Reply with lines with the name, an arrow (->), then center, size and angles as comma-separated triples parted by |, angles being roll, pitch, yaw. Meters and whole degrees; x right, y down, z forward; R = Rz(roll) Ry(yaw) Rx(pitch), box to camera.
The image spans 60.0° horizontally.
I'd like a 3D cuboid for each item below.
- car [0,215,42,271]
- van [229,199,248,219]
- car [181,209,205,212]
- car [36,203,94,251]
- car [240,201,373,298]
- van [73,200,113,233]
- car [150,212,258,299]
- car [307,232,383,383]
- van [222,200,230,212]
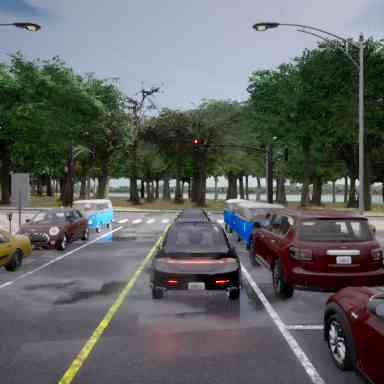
car -> -5.768, 1.526, 8.252 | 1.752, 1.417, 4.829 | 0, 0, 0
van -> 2.754, 1.342, 13.863 | 1.690, 1.788, 3.998 | 0, 0, 0
car -> 0.048, 1.566, 17.375 | 1.994, 1.385, 4.181 | 0, 0, 1
car -> -5.771, 1.441, 13.859 | 1.967, 1.590, 4.097 | 0, 0, 0
car -> 2.757, 1.315, 8.426 | 2.192, 1.841, 5.009 | 0, 0, 0
van -> -5.774, 1.343, 19.297 | 1.690, 1.788, 3.998 | 0, 0, 0
car -> 0.085, 1.492, 8.457 | 2.128, 1.511, 4.902 | 0, 0, 0
car -> 2.759, 1.440, 2.988 | 1.967, 1.590, 4.097 | 0, 0, 0
van -> 2.751, 1.343, 19.301 | 1.690, 1.788, 3.998 | 0, 0, 0
